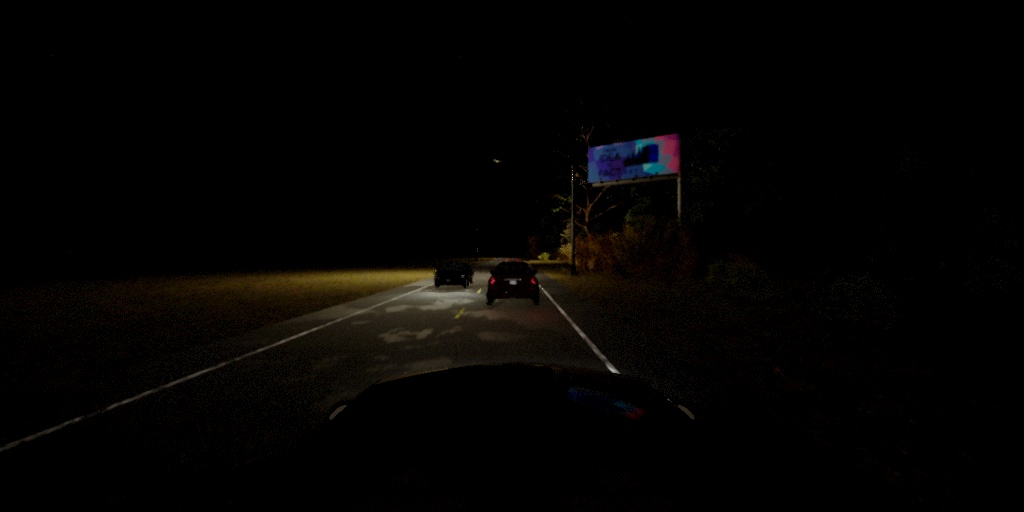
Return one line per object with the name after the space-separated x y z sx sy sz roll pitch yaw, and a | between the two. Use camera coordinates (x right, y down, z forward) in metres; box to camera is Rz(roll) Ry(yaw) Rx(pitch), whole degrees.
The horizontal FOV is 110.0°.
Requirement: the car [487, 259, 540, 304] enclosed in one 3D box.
0.060 1.018 15.875 2.097 1.767 4.553 0 0 0 | car

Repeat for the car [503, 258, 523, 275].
0.091 1.024 36.225 1.882 1.535 5.008 0 0 0 | car

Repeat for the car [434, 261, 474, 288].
-3.541 1.106 22.507 1.882 1.535 5.008 0 0 0 | car
